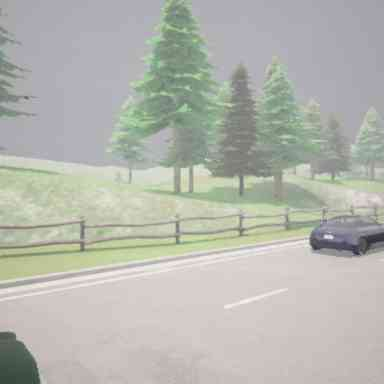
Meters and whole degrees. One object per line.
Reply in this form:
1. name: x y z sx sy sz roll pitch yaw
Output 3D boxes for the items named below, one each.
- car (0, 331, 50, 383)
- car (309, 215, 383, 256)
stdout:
1. car: -3.187 1.649 1.616 4.718 1.301 1.895 0 -1 -34
2. car: 6.646 1.635 13.594 4.181 1.385 1.994 0 -1 -38
